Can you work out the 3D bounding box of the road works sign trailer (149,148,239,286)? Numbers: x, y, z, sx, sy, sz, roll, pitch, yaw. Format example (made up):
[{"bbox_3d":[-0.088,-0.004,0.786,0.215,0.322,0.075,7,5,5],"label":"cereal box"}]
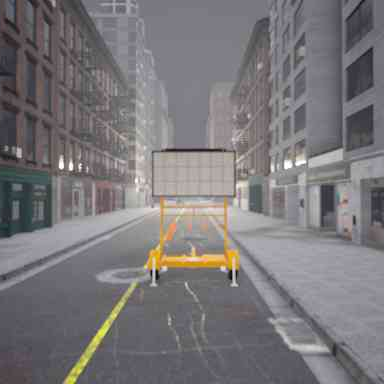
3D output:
[{"bbox_3d":[0.053,0.547,9.632,2.380,3.560,2.880,0,0,0],"label":"road works sign trailer"}]

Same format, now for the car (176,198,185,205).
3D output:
[{"bbox_3d":[-2.662,2.120,76.770,1.837,1.490,4.892,0,0,0],"label":"car"}]
